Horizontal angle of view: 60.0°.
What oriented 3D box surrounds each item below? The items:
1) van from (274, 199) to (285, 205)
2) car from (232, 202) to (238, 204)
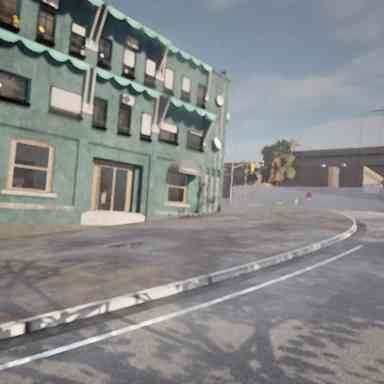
[{"bbox_3d":[15.392,2.362,58.321,1.878,1.987,4.442,1,-5,18],"label":"van"},{"bbox_3d":[8.340,2.703,63.764,1.946,1.575,5.366,1,-5,18],"label":"car"}]
